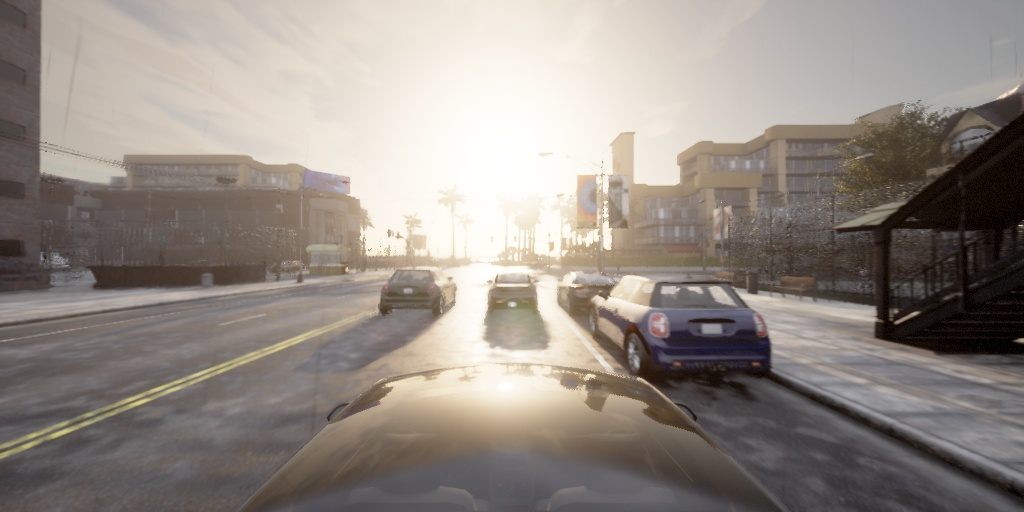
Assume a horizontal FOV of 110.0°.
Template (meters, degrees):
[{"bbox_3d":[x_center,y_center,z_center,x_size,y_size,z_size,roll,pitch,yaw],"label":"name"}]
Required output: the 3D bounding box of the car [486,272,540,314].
[{"bbox_3d":[0.040,1.349,14.217,1.837,1.490,4.892,0,0,0],"label":"car"}]

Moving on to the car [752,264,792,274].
[{"bbox_3d":[34.924,1.697,48.347,4.718,1.301,1.895,0,0,0],"label":"car"}]

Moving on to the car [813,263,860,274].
[{"bbox_3d":[40.541,1.562,44.866,4.902,1.511,2.128,0,0,0],"label":"car"}]

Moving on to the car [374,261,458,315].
[{"bbox_3d":[-3.459,1.193,14.110,2.097,1.767,4.553,0,0,0],"label":"car"}]
